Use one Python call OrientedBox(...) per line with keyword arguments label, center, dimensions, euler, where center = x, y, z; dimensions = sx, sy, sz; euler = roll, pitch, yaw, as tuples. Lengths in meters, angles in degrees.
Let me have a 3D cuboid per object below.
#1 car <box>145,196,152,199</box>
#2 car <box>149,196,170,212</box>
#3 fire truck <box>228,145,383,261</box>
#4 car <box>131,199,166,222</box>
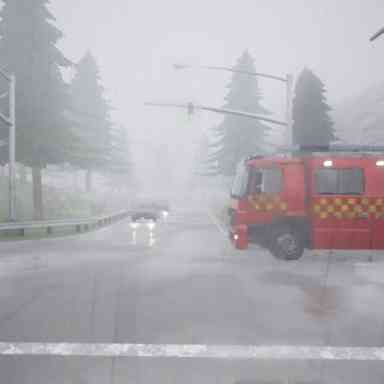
OrientedBox(label="car", center=(-6.298, 1.466, 54.363), dimensions=(1.882, 1.535, 5.008), euler=(0, 0, -34))
OrientedBox(label="car", center=(-3.636, 1.556, 39.167), dimensions=(1.994, 1.385, 4.181), euler=(0, 0, -1))
OrientedBox(label="fire truck", center=(5.658, 0.325, 12.006), dimensions=(8.468, 3.827, 2.891), euler=(0, 0, 0))
OrientedBox(label="car", center=(-3.593, 1.542, 26.889), dimensions=(2.033, 1.411, 5.357), euler=(0, 0, 0))
